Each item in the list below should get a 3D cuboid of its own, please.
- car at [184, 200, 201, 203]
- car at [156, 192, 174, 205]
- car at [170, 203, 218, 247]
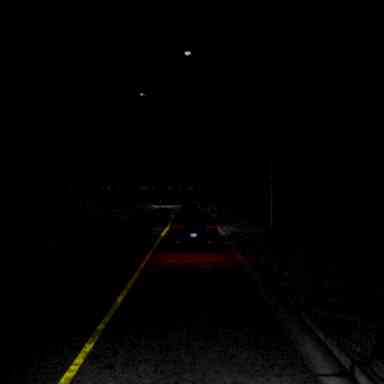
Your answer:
[{"bbox_3d":[0.019,1.403,29.061,2.128,1.511,4.902,0,0,0],"label":"car"},{"bbox_3d":[-4.259,0.973,51.930,2.150,2.045,5.566,0,0,-12],"label":"car"},{"bbox_3d":[0.060,1.453,14.789,1.882,1.535,5.008,0,0,0],"label":"car"}]
